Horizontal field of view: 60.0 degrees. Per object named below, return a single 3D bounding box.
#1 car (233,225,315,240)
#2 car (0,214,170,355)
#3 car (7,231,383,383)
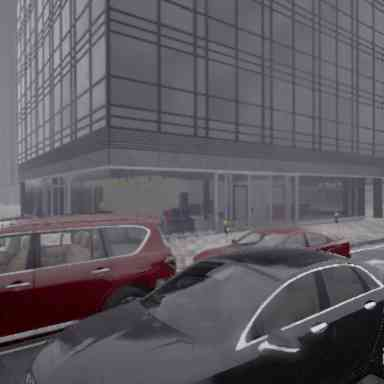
[{"bbox_3d":[2.064,1.539,8.116,4.507,1.381,1.887,0,0,-35],"label":"car"},{"bbox_3d":[-2.537,1.314,4.846,5.009,1.841,2.192,0,0,-35],"label":"car"},{"bbox_3d":[0.751,1.503,3.909,4.892,1.490,1.837,0,0,-35],"label":"car"}]
